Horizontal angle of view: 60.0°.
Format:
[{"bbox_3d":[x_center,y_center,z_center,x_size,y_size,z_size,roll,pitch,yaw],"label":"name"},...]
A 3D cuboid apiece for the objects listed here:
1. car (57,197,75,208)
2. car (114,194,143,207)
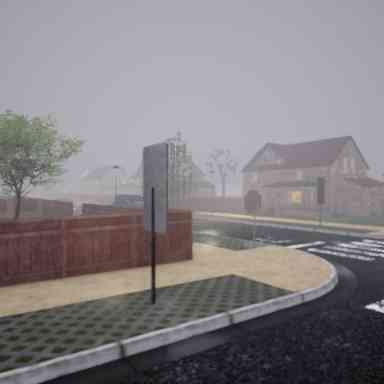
[{"bbox_3d":[-17.557,1.428,45.509,1.994,1.385,4.181,0,0,-35],"label":"car"},{"bbox_3d":[-4.590,1.172,27.294,2.150,2.045,5.566,0,0,-36],"label":"car"}]
